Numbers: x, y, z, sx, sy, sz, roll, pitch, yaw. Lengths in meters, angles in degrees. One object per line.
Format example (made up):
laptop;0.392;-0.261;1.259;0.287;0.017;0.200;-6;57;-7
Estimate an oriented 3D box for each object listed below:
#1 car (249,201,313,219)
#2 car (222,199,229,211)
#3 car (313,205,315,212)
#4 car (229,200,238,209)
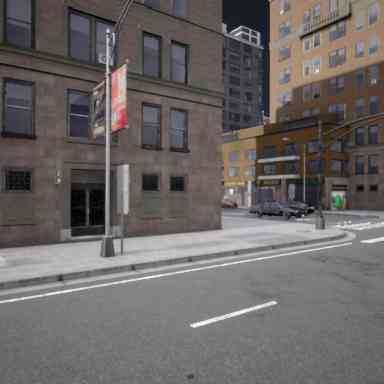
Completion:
car;7.428;1.538;29.170;2.033;1.411;5.357;0;0;-37
car;1.571;1.589;37.483;1.895;1.301;4.718;0;0;-35
car;10.545;1.577;34.298;1.947;1.339;4.313;0;0;-35
car;4.182;1.591;43.298;1.802;1.307;4.206;0;0;-35
